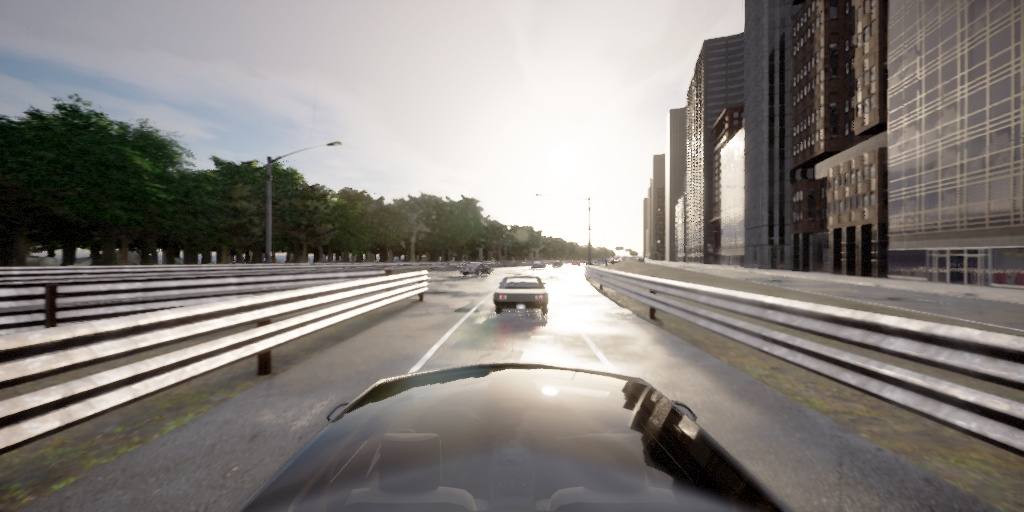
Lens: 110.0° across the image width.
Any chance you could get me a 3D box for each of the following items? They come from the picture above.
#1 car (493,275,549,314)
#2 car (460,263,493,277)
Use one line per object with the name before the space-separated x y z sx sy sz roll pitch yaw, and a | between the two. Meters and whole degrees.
car | 0.426 1.409 14.144 1.895 1.301 4.718 0 0 3
car | -3.790 1.478 39.193 2.033 1.411 5.357 0 0 18
